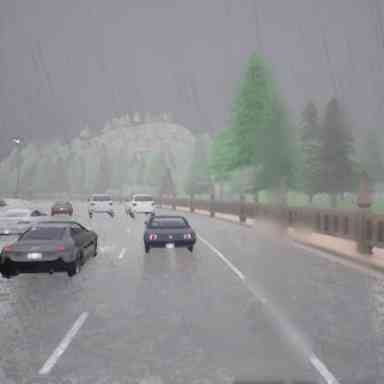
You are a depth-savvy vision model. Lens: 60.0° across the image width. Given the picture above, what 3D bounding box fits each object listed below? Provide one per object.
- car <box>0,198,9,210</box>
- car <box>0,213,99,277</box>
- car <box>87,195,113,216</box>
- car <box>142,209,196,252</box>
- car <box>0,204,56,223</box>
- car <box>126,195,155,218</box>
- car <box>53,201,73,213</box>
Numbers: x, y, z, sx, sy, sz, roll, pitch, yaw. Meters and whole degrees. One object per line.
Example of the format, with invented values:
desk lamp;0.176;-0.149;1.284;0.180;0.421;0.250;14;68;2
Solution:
car;-26.824;1.651;46.489;2.033;1.411;5.357;0;0;-29
car;-4.192;1.581;10.381;1.994;1.385;4.181;0;0;-6
car;-8.873;1.262;32.181;2.150;2.045;5.566;0;0;-18
car;-1.060;1.609;13.949;1.895;1.301;4.718;0;0;-7
car;-8.734;1.560;17.313;1.812;1.442;4.674;0;0;-10
car;-4.913;1.249;31.259;2.150;2.045;5.566;0;0;-17
car;-13.396;1.620;34.376;1.994;1.385;4.181;0;0;-20
